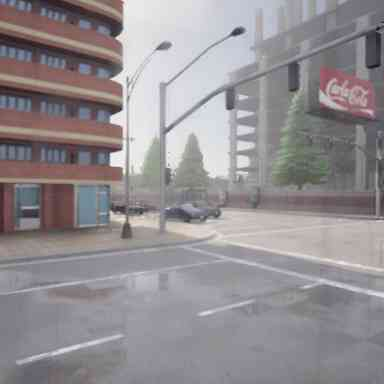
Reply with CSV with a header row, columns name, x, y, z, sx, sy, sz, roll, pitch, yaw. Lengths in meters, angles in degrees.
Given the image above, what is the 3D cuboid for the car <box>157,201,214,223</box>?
name,x,y,z,sx,sy,sz,roll,pitch,yaw
car,-0.621,1.585,26.385,1.812,1.442,4.674,0,0,-36

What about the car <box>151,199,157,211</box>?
name,x,y,z,sx,sy,sz,roll,pitch,yaw
car,-5.280,1.578,38.839,1.837,1.490,4.892,0,0,-36

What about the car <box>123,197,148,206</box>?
name,x,y,z,sx,sy,sz,roll,pitch,yaw
car,-9.767,1.649,57.273,2.033,1.411,5.357,0,0,-35

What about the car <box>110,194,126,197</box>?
name,x,y,z,sx,sy,sz,roll,pitch,yaw
car,-12.533,1.309,55.128,2.150,2.045,5.566,0,0,-35

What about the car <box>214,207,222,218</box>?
name,x,y,z,sx,sy,sz,roll,pitch,yaw
car,0.727,1.578,30.505,1.837,1.490,4.892,0,0,-36

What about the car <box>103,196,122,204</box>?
name,x,y,z,sx,sy,sz,roll,pitch,yaw
car,-15.555,1.578,65.211,1.882,1.535,5.008,0,0,-36

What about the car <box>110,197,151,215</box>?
name,x,y,z,sx,sy,sz,roll,pitch,yaw
car,-6.770,1.606,34.914,2.033,1.411,5.357,0,0,-36
